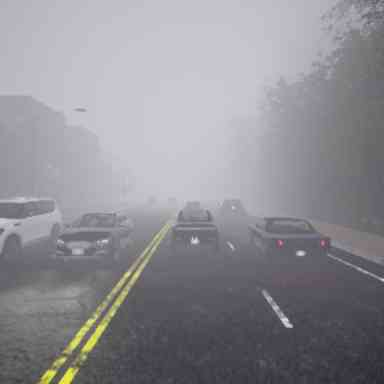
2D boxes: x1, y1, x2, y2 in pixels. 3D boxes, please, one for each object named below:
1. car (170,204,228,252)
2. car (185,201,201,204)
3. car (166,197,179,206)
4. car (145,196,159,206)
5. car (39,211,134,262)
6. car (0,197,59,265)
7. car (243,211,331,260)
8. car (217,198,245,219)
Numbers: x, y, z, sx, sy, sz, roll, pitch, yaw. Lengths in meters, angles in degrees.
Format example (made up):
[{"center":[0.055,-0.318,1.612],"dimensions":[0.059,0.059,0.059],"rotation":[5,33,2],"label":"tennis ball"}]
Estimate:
[{"center":[0.102,1.488,13.853],"dimensions":[2.128,1.511,4.902],"rotation":[0,0,0],"label":"car"},{"center":[0.103,1.518,30.568],"dimensions":[1.812,1.442,4.674],"rotation":[0,0,0],"label":"car"},{"center":[-3.302,1.510,55.339],"dimensions":[1.812,1.442,4.674],"rotation":[0,0,0],"label":"car"},{"center":[-6.551,1.488,55.318],"dimensions":[1.837,1.490,4.892],"rotation":[0,0,1],"label":"car"},{"center":[-3.349,1.488,12.212],"dimensions":[2.128,1.511,4.902],"rotation":[0,0,0],"label":"car"},{"center":[-6.599,1.218,12.039],"dimensions":[2.150,2.045,5.566],"rotation":[0,0,0],"label":"car"},{"center":[3.351,1.598,12.465],"dimensions":[1.895,1.301,4.718],"rotation":[0,0,0],"label":"car"},{"center":[3.352,1.344,29.282],"dimensions":[2.097,1.767,4.553],"rotation":[0,0,0],"label":"car"}]
